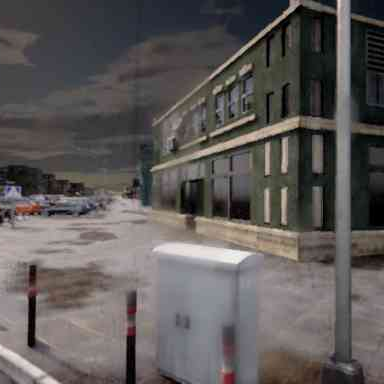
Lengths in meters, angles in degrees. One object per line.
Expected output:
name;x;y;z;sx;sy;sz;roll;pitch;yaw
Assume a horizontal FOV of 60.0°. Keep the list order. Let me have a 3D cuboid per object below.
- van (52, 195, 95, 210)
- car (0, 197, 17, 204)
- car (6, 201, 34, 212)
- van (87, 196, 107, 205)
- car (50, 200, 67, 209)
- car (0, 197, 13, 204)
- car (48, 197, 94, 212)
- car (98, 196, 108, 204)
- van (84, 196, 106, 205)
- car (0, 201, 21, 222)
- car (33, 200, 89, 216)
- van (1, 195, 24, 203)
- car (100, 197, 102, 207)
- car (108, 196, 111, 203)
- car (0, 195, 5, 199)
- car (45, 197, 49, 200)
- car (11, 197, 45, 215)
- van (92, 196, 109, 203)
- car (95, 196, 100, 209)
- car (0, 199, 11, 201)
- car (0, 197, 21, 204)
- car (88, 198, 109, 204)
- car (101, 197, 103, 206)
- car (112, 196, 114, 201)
van;-15.532;1.751;43.613;4.442;1.987;1.878;1;-1;-11
car;-41.974;1.863;73.909;4.892;1.521;2.231;1;-1;-11
car;-23.701;1.949;46.026;2.033;1.411;5.357;1;0;-11
van;-21.747;1.929;76.254;4.442;1.987;1.878;1;-1;-11
car;-22.930;2.061;57.330;1.994;1.385;4.181;1;0;-11
car;-41.437;1.842;71.205;4.892;1.521;2.231;1;-1;-11
car;-14.824;1.829;40.788;4.553;1.767;2.185;1;-1;-11
car;-19.219;1.820;62.718;5.566;2.045;2.435;1;0;-11
van;-21.437;1.906;73.484;4.442;1.987;1.878;1;-1;-11
car;-17.028;1.782;29.169;2.128;1.511;4.902;1;-1;-14
car;-13.831;1.928;35.443;4.792;1.488;2.163;1;-1;-11
van;-42.959;1.683;79.462;4.442;1.987;1.878;1;-1;-11
car;-17.044;2.020;51.814;5.008;1.535;2.097;1;0;-11
car;-20.756;1.866;70.785;5.566;2.045;2.435;1;-1;-11
car;-40.337;1.677;65.802;4.553;1.767;2.185;1;-1;-11
car;-21.160;1.950;48.660;2.128;1.511;4.902;1;0;-11
car;-19.235;1.745;38.944;2.097;1.767;4.553;1;-1;-11
van;-24.671;2.036;89.840;4.442;1.987;1.878;1;-1;-11
car;-16.443;1.883;48.974;4.553;1.767;2.185;1;0;-11
car;-21.680;1.798;35.803;1.882;1.535;5.008;1;-1;-11
car;-42.510;1.884;76.612;4.892;1.521;2.231;1;-1;-11
car;-22.973;2.222;81.676;4.792;1.488;2.163;1;-1;-11
car;-17.547;2.034;54.421;4.892;1.521;2.231;1;0;-11
car;-24.046;1.986;87.133;5.566;2.045;2.435;1;-1;-11
